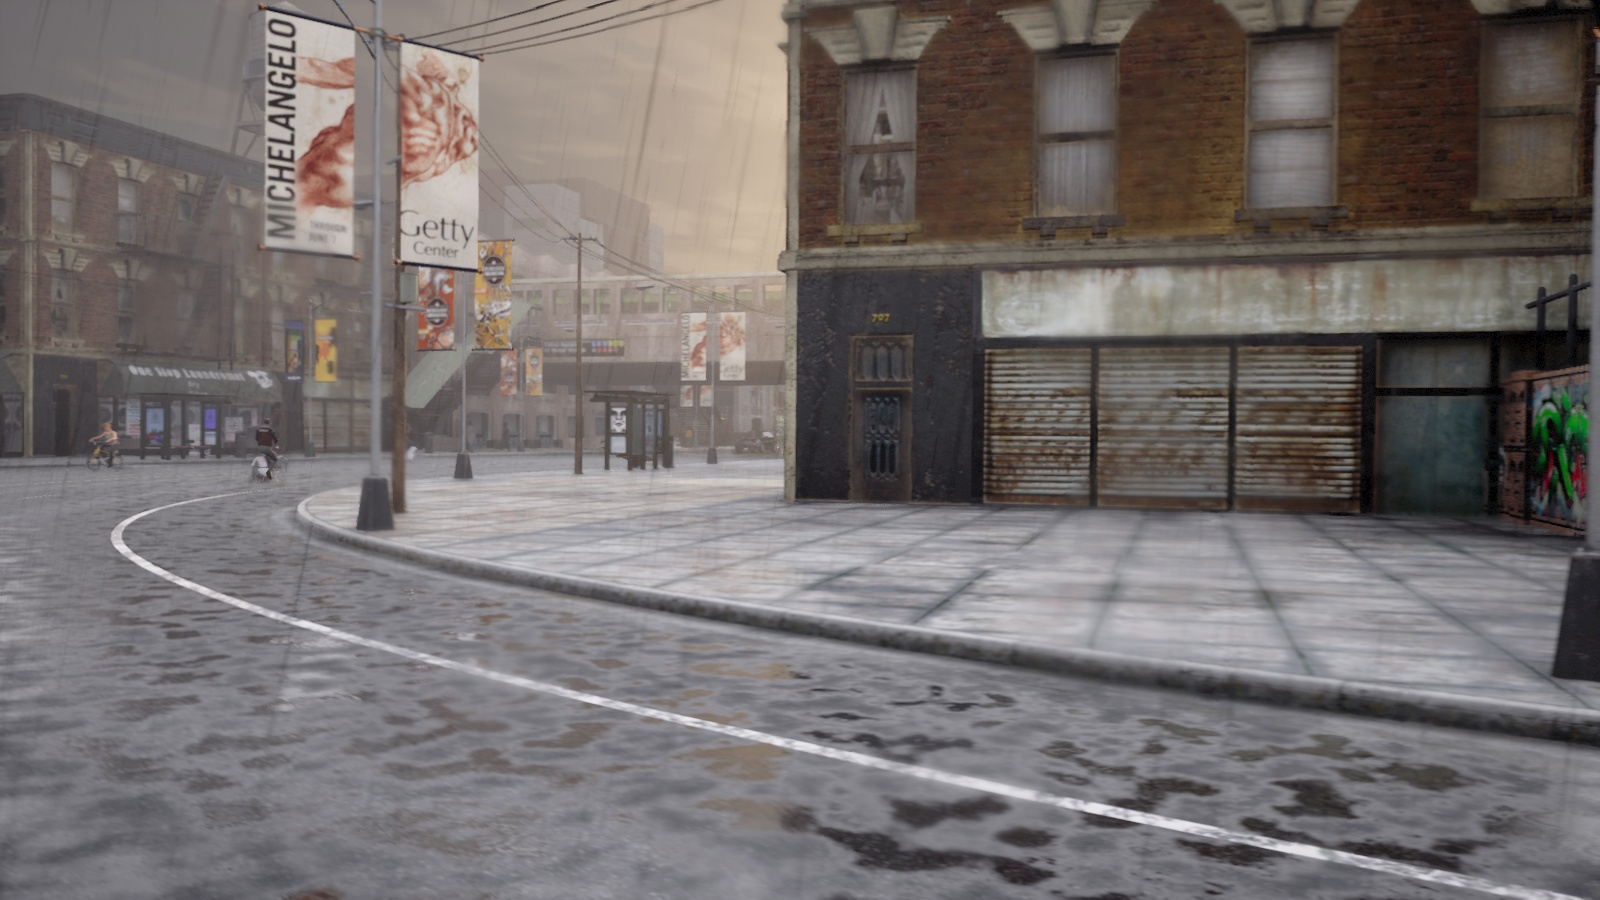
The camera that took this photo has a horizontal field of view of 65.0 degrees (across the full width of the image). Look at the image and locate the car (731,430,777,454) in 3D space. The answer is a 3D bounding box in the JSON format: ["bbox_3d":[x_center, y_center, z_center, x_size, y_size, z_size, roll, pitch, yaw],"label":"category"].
[{"bbox_3d":[-3.480,-0.624,95.754,2.097,1.767,4.553,0,1,17],"label":"car"}]

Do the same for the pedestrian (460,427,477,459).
[{"bbox_3d":[-19.908,-0.420,75.457,0.659,1.952,0.873,0,1,15],"label":"pedestrian"}]

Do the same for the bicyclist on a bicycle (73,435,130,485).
[{"bbox_3d":[-23.438,0.322,42.162,0.866,1.612,1.509,0,1,15],"label":"bicyclist on a bicycle"}]

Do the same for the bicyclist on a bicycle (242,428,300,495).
[{"bbox_3d":[-14.262,0.285,33.878,0.659,1.776,1.843,0,1,5],"label":"bicyclist on a bicycle"}]
